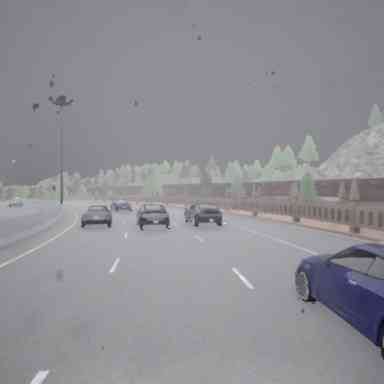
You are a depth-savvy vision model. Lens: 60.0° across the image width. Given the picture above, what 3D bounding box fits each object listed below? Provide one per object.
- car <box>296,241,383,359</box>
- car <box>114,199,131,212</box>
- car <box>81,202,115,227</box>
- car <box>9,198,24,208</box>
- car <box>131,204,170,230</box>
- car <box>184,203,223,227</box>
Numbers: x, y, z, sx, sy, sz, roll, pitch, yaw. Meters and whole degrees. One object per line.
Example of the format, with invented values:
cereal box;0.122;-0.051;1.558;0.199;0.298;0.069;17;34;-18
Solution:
car;3.242;1.512;5.274;1.812;1.442;4.674;0;0;-3
car;-8.526;1.585;39.688;1.812;1.442;4.674;0;0;-23
car;-6.607;1.610;23.263;1.994;1.385;4.181;0;0;-14
car;-28.266;1.761;53.413;1.812;1.442;4.674;-1;0;-32
car;-2.623;1.511;21.617;2.128;1.511;4.902;0;0;-13
car;0.675;1.503;22.904;1.837;1.490;4.892;0;0;-13
